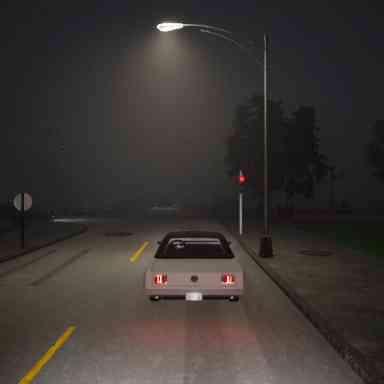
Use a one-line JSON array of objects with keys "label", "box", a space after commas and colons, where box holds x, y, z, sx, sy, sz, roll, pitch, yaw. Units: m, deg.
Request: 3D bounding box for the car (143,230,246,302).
[{"label": "car", "box": [0.060, 1.601, 8.233, 1.895, 1.301, 4.718, 0, 0, 0]}]

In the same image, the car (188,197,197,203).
[{"label": "car", "box": [0.033, 1.601, 69.423, 1.895, 1.301, 4.718, 0, 0, 0]}]

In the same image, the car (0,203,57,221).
[{"label": "car", "box": [-13.647, 1.547, 26.367, 5.357, 1.411, 2.033, 0, 0, 0]}]

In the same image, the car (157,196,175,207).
[{"label": "car", "box": [-4.072, 1.505, 50.104, 1.837, 1.490, 4.892, 0, 0, 0]}]

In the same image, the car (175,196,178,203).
[{"label": "car", "box": [-4.044, 1.547, 59.802, 2.033, 1.411, 5.357, 0, 0, 0]}]

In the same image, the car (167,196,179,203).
[{"label": "car", "box": [-3.967, 1.540, 70.143, 2.033, 1.411, 5.357, 0, 0, 0]}]
